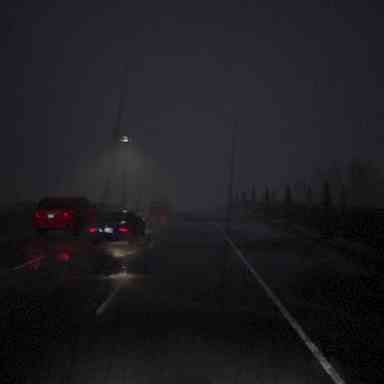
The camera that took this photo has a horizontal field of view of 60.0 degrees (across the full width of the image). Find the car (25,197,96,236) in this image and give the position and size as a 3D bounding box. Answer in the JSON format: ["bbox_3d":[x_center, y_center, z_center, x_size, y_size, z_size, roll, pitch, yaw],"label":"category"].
[{"bbox_3d":[-6.895,1.273,18.916,2.150,2.045,5.566,0,0,0],"label":"car"}]

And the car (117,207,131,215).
[{"bbox_3d":[-13.984,4.024,68.829,1.837,1.490,4.892,0,-6,0],"label":"car"}]

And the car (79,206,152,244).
[{"bbox_3d":[-3.396,1.590,15.911,2.033,1.411,5.357,0,0,0],"label":"car"}]

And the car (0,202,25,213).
[{"bbox_3d":[-14.091,1.551,27.611,1.882,1.535,5.008,0,0,0],"label":"car"}]

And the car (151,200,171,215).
[{"bbox_3d":[-3.391,1.613,35.965,2.128,1.511,4.902,0,-1,0],"label":"car"}]

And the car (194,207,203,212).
[{"bbox_3d":[1.241,3.899,67.497,1.837,1.490,4.892,0,-6,0],"label":"car"}]
